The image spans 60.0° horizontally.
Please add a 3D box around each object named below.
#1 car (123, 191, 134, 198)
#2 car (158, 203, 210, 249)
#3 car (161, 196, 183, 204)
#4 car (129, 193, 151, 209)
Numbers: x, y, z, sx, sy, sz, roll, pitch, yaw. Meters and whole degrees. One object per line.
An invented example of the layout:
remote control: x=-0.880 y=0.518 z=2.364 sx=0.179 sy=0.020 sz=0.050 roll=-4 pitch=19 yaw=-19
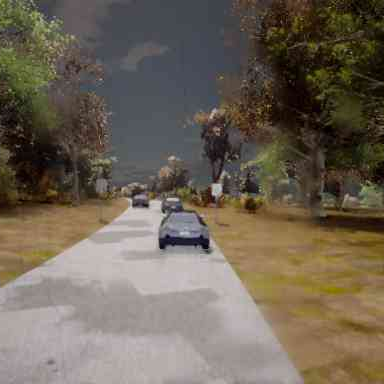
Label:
car: x=-14.852 y=0.527 z=77.647 sx=2.128 sy=1.511 sz=4.902 roll=2 pitch=-1 yaw=-16
car: x=-0.378 y=1.427 z=14.042 sx=1.994 sy=1.385 sz=4.181 roll=1 pitch=1 yaw=-3
car: x=-1.845 y=1.121 z=30.489 sx=1.812 sy=1.442 sz=4.674 roll=2 pitch=1 yaw=-7
car: x=-5.557 y=0.988 z=36.187 sx=2.033 sy=1.411 sz=5.357 roll=2 pitch=0 yaw=-8
